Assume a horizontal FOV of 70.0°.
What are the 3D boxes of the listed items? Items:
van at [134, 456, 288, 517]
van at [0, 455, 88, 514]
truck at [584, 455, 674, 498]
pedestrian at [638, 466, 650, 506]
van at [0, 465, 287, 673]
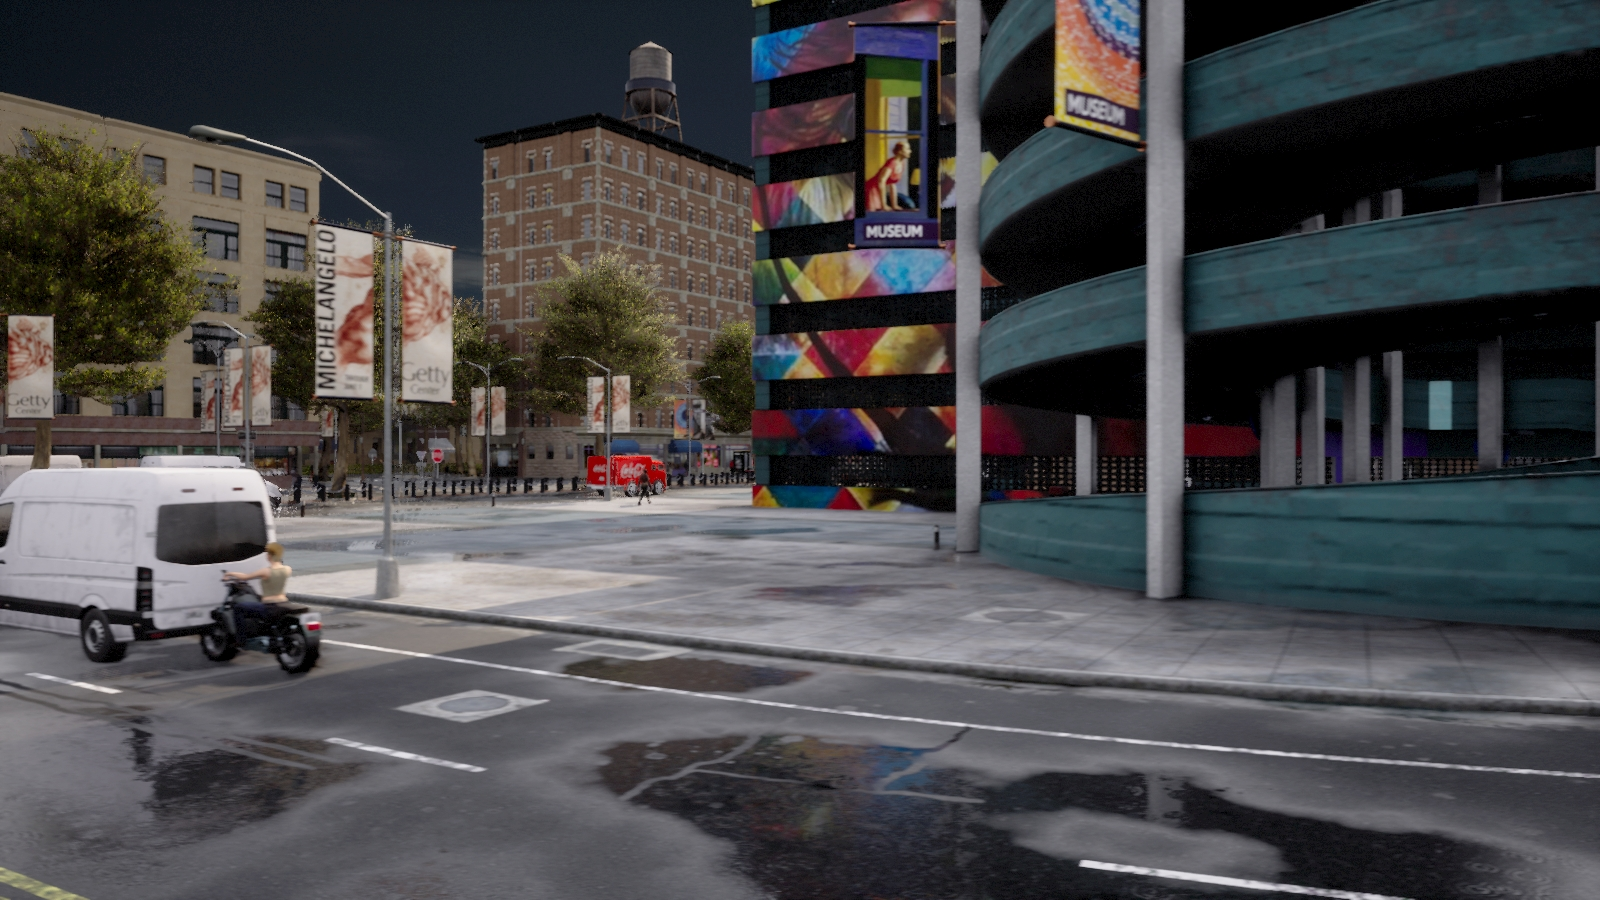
[{"bbox_3d":[-26.267,1.543,51.241,1.988,2.561,5.915,0,0,34],"label":"van"},{"bbox_3d":[-35.587,1.541,51.255,1.988,2.561,5.915,0,0,32],"label":"van"},{"bbox_3d":[-10.358,1.581,69.679,2.627,2.467,5.204,0,0,33],"label":"truck"},{"bbox_3d":[-7.395,1.709,54.181,0.375,1.860,0.375,0,0,32],"label":"pedestrian"},{"bbox_3d":[-10.269,1.537,16.827,5.915,2.561,1.988,0,0,32],"label":"van"}]
